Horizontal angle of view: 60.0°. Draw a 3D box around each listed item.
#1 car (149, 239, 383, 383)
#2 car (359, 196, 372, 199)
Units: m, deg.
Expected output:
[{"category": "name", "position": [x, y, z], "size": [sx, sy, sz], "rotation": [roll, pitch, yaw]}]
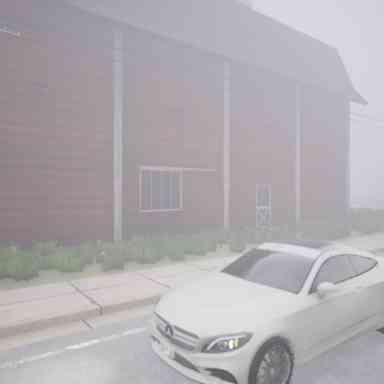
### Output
[{"category": "car", "position": [1.599, 1.526, 5.167], "size": [4.674, 1.442, 1.812], "rotation": [0, 0, -36]}, {"category": "car", "position": [33.032, 1.520, 63.471], "size": [3.905, 1.438, 1.784], "rotation": [0, 0, -36]}]
